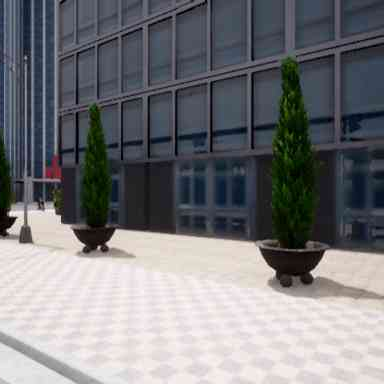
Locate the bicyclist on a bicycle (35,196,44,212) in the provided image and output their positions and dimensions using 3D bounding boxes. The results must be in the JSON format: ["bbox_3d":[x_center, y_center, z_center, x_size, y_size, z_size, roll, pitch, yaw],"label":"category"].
[{"bbox_3d":[-16.112,1.275,35.189,1.656,1.620,0.582,0,0,35],"label":"bicyclist on a bicycle"}]
